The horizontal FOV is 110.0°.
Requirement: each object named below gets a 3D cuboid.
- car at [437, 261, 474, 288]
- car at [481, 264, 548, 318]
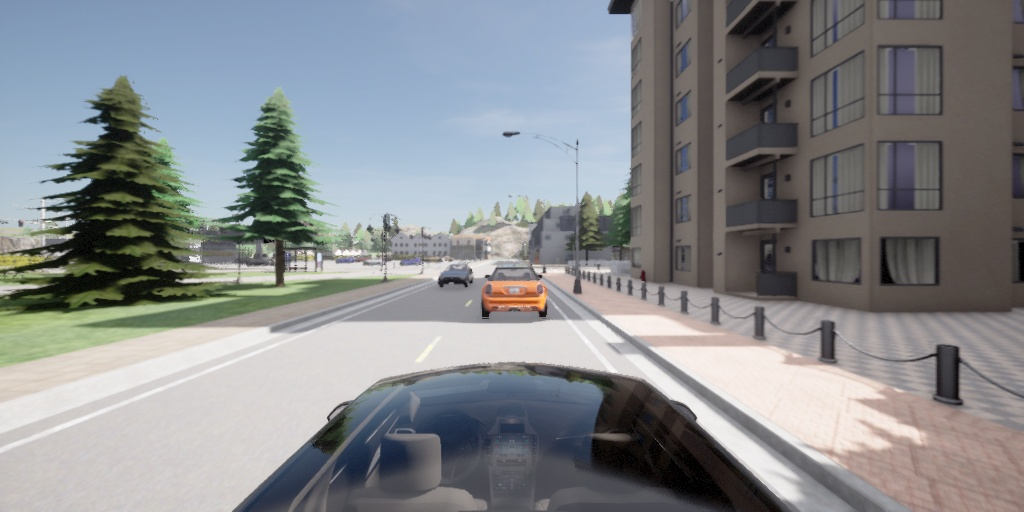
[{"bbox_3d":[-3.571,1.241,23.764,2.033,1.411,5.357,0,0,0],"label":"car"},{"bbox_3d":[0.070,1.070,12.977,2.097,1.767,4.553,0,0,0],"label":"car"}]
